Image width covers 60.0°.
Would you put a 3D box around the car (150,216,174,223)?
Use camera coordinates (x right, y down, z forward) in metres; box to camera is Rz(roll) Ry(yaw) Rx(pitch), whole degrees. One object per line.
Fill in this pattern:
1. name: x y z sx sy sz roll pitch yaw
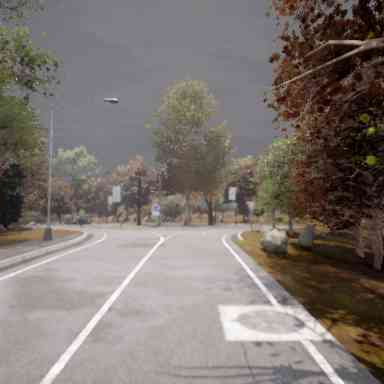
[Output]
1. car: -6.040 5.607 67.241 4.892 1.490 1.837 1 -6 -9

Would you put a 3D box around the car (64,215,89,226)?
1. car: -19.008 4.634 54.978 2.097 1.767 4.553 -1 -5 16
